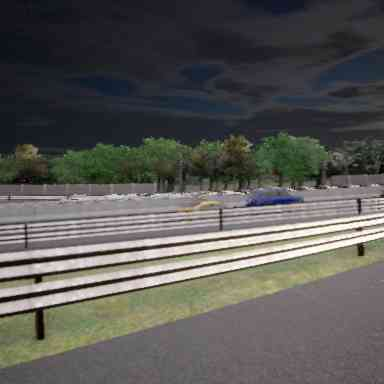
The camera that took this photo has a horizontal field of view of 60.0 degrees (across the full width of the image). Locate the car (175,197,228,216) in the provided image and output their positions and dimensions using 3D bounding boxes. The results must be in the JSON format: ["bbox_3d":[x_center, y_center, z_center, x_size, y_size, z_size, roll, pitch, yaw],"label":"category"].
[{"bbox_3d":[0.905,1.359,31.903,4.674,1.442,1.812,-3,1,-18],"label":"car"}]

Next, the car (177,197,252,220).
[{"bbox_3d":[1.527,1.443,24.728,5.008,1.535,1.882,-3,1,-18],"label":"car"}]

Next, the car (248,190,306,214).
[{"bbox_3d":[7.676,0.773,30.476,5.566,2.045,2.150,-3,1,-18],"label":"car"}]

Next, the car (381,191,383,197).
[{"bbox_3d":[25.049,0.100,39.987,4.892,1.490,1.837,-3,1,-18],"label":"car"}]
